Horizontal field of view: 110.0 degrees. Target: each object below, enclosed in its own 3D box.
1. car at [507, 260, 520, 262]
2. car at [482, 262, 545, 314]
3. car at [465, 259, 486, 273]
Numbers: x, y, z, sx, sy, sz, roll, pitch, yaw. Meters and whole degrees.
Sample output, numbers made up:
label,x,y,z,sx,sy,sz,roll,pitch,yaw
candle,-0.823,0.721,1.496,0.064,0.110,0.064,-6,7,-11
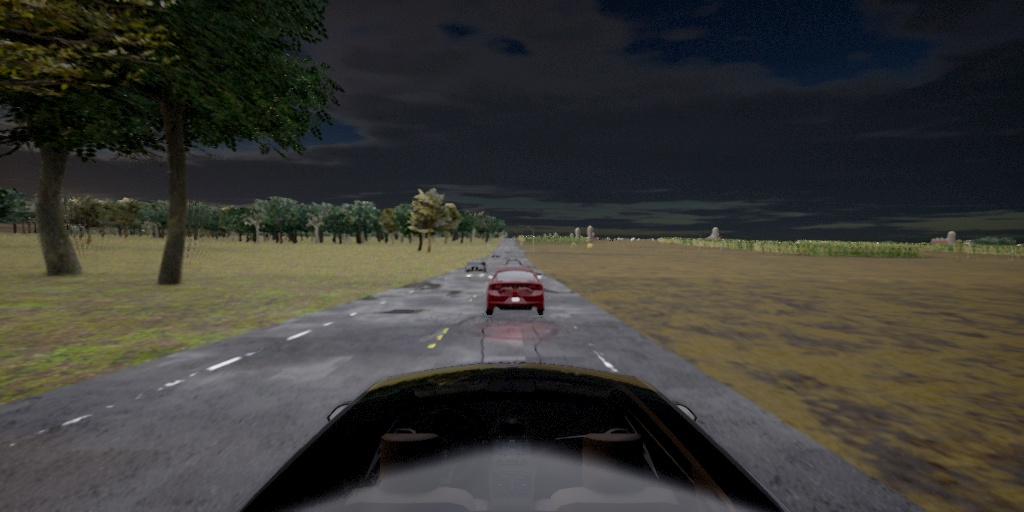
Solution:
label,x,y,z,sx,sy,sz,roll,pitch,yaw
car,0.126,1.045,34.136,1.994,1.385,4.181,0,1,0
car,0.110,1.148,13.322,1.882,1.535,5.008,0,0,0
car,-3.561,1.014,36.366,1.994,1.385,4.181,0,1,0
